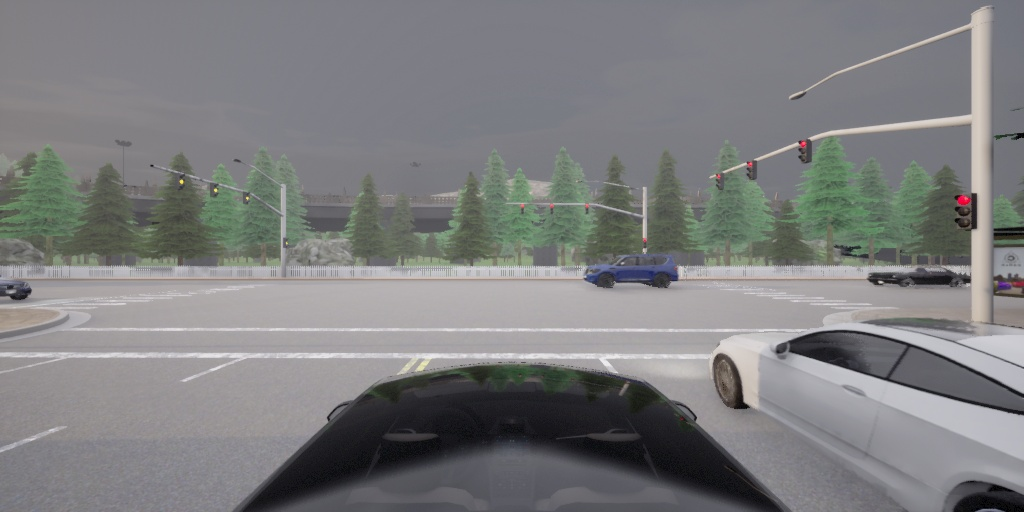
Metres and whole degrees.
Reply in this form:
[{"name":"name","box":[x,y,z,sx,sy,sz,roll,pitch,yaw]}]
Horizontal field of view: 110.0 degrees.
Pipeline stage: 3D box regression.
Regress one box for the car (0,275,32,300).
[{"name":"car","box":[-23.174,1.220,14.920,4.674,1.442,1.812,0,0,0]}]

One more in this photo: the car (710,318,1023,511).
[{"name":"car","box":[3.655,1.276,3.151,1.812,1.442,4.674,0,0,2]}]

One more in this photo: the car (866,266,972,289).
[{"name":"car","box":[24.944,1.295,22.072,4.718,1.301,1.895,0,0,0]}]

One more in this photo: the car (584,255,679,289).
[{"name":"car","box":[7.309,0.926,22.108,5.566,2.045,2.150,0,0,0]}]
